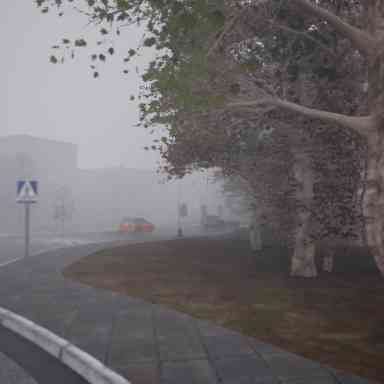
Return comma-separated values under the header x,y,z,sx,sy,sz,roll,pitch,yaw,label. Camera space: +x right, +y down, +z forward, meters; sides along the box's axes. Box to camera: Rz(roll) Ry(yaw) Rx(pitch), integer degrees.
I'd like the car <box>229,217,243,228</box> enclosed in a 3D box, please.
x,y,z,sx,sy,sz,roll,pitch,yaw,label
7.101,5.586,59.103,1.895,1.301,4.718,0,-3,20,car

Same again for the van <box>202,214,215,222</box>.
x,y,z,sx,sy,sz,roll,pitch,yaw,label
4.166,6.515,83.875,1.878,1.987,4.442,0,-3,21,van

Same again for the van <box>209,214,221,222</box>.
x,y,z,sx,sy,sz,roll,pitch,yaw,label
6.122,6.818,89.057,1.878,1.987,4.442,0,-3,21,van

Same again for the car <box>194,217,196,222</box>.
x,y,z,sx,sy,sz,roll,pitch,yaw,label
2.244,6.190,78.778,2.435,2.045,5.566,0,-3,21,car

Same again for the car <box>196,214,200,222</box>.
x,y,z,sx,sy,sz,roll,pitch,yaw,label
3.112,5.048,57.378,2.150,2.045,5.566,0,-3,21,car

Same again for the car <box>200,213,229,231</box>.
x,y,z,sx,sy,sz,roll,pitch,yaw,label
3.396,4.603,49.113,2.150,2.045,5.566,0,-3,20,car

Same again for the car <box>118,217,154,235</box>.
x,y,z,sx,sy,sz,roll,pitch,yaw,label
-5.576,3.369,33.845,2.097,1.767,4.553,0,-5,20,car
